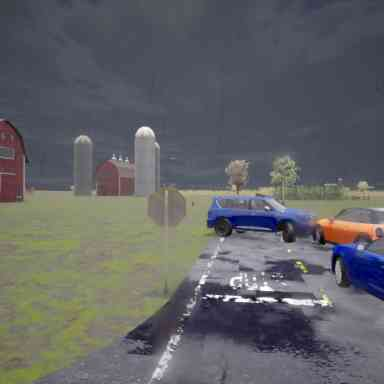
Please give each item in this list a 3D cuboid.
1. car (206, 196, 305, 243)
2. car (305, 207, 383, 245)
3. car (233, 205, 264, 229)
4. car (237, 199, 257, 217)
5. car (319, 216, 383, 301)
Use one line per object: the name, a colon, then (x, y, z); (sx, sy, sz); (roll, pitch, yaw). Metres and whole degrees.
car: (3.365, 1.218, 16.480); (5.566, 2.045, 2.150); (0, 0, 34)
car: (6.523, 1.364, 12.790); (2.097, 1.767, 4.553); (0, 0, -7)
car: (3.818, 1.601, 22.711); (1.895, 1.301, 4.718); (0, 0, 9)
car: (5.453, 1.502, 33.022); (1.837, 1.490, 4.892); (0, 0, 9)
car: (4.470, 1.480, 6.311); (1.882, 1.535, 5.008); (0, 0, -3)
